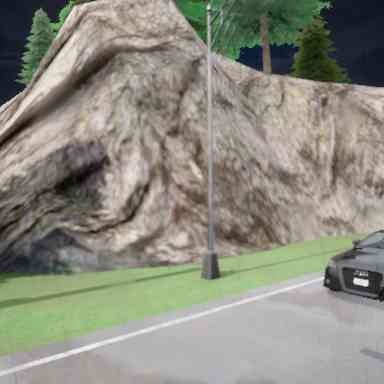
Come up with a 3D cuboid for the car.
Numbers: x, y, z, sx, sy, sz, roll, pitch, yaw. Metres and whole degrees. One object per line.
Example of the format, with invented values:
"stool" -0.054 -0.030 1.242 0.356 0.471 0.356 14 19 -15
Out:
"car" 4.949 1.612 7.854 4.181 1.385 1.994 0 -1 -37
